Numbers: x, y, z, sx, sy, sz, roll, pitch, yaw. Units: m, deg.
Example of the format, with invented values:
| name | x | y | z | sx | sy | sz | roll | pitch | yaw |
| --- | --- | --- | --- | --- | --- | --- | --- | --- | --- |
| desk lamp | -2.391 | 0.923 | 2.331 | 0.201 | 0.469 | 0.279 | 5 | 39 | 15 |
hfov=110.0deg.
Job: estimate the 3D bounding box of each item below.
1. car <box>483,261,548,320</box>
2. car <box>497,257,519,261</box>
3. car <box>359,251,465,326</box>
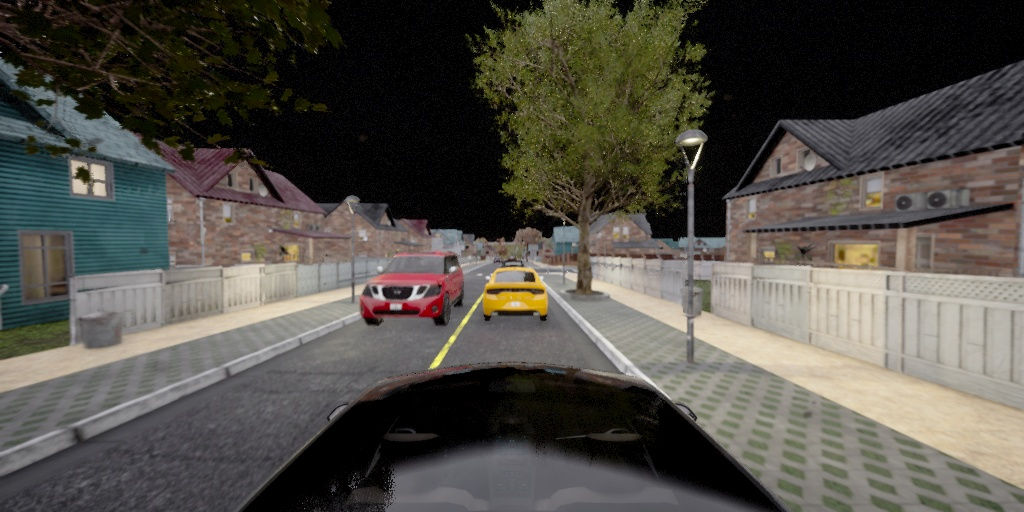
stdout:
| name | x | y | z | sx | sy | sz | roll | pitch | yaw |
| --- | --- | --- | --- | --- | --- | --- | --- | --- | --- |
| car | 0.094 | 1.112 | 12.148 | 1.882 | 1.535 | 5.008 | 0 | 1 | 0 |
| car | 0.092 | 1.021 | 25.016 | 1.837 | 1.490 | 4.892 | 0 | 0 | 0 |
| car | -2.848 | 0.862 | 11.559 | 2.150 | 2.045 | 5.566 | 0 | 1 | 0 |
